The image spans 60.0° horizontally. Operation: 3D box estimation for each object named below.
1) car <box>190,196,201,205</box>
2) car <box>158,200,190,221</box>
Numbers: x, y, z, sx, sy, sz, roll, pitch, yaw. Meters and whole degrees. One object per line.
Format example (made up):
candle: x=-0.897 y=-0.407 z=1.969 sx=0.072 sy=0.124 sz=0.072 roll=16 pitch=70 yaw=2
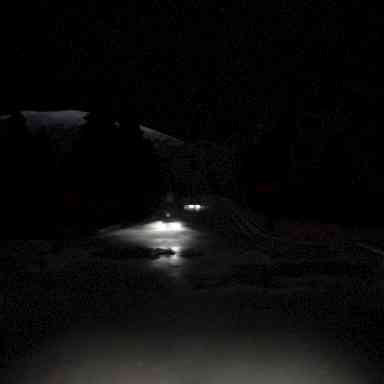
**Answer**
car: x=0.507 y=1.545 z=58.887 sx=2.128 sy=1.511 sz=4.902 roll=0 pitch=0 yaw=4
car: x=-1.656 y=1.516 z=27.825 sx=2.128 sy=1.511 sz=4.902 roll=0 pitch=0 yaw=4
